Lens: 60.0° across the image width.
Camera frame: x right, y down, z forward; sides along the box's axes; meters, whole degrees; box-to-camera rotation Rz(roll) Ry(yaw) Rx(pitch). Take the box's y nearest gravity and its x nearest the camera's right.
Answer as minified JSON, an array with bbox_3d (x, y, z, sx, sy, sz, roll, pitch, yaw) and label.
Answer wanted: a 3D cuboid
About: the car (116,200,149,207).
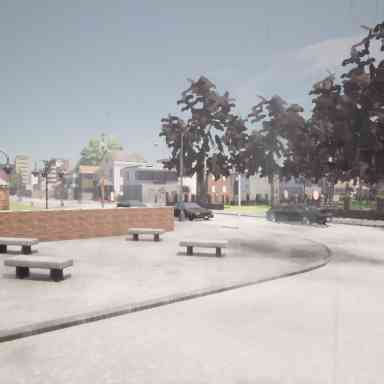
[{"bbox_3d":[-6.526,1.547,36.166,2.033,1.411,5.357,0,0,-35],"label":"car"}]

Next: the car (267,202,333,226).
[{"bbox_3d":[7.420,1.505,23.383,1.837,1.490,4.892,-1,0,-34],"label":"car"}]

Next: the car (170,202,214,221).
[{"bbox_3d":[-0.451,1.547,27.588,2.033,1.411,5.357,0,0,-35],"label":"car"}]
